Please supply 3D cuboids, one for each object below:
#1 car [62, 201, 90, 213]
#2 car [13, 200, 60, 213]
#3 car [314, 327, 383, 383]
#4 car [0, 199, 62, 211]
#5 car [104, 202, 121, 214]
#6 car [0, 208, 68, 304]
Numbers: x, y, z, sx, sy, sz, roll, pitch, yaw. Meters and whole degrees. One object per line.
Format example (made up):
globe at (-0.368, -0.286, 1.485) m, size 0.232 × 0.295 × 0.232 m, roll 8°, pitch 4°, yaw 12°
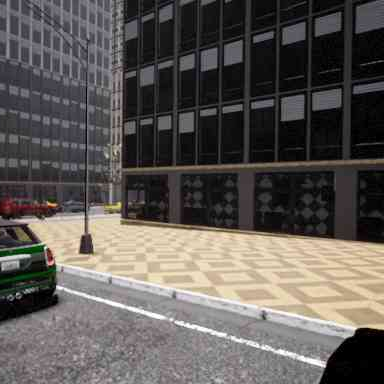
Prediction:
car at (-14.540, 1.762, 40.409) m, size 1.994 × 1.385 × 4.181 m, roll 1°, pitch 0°, yaw 37°
car at (-18.419, 1.656, 39.540) m, size 1.752 × 1.417 × 4.829 m, roll 1°, pitch 0°, yaw 37°
car at (2.986, 1.601, 1.549) m, size 4.718 × 1.301 × 1.895 m, roll 0°, pitch 0°, yaw 36°
car at (-14.939, 1.529, 30.158) m, size 2.192 × 1.841 × 5.009 m, roll 1°, pitch 0°, yaw 37°
car at (-8.124, 1.840, 39.357) m, size 1.752 × 1.417 × 4.829 m, roll 1°, pitch 0°, yaw 37°
car at (-5.012, 1.351, 7.268) m, size 4.553 × 1.767 × 2.097 m, roll 0°, pitch 0°, yaw 36°
